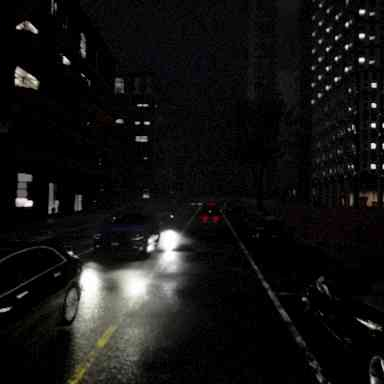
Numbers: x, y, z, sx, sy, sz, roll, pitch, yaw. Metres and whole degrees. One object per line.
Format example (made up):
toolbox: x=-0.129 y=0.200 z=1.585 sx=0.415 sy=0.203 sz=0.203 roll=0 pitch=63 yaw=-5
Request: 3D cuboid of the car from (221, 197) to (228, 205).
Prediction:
car: x=5.000 y=1.785 z=43.659 sx=1.752 sy=1.417 sz=4.829 roll=2 pitch=0 yaw=3

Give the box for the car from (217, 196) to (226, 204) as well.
car: x=6.828 y=1.868 z=76.855 sx=1.967 sy=1.590 sz=4.097 roll=2 pitch=0 yaw=3

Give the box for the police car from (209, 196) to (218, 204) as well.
police car: x=4.997 y=1.823 z=77.602 sx=1.930 sy=1.638 sz=5.238 roll=1 pitch=0 yaw=2

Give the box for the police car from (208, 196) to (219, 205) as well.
police car: x=4.300 y=1.768 z=67.624 sx=1.930 sy=1.638 sz=5.238 roll=1 pitch=0 yaw=1

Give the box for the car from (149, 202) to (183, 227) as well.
car: x=-1.905 y=1.656 z=23.590 sx=1.895 sy=1.301 sz=4.718 roll=1 pitch=0 yaw=3

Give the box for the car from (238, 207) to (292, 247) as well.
car: x=3.462 y=1.669 z=15.682 sx=1.887 sy=1.381 sz=4.507 roll=2 pitch=0 yaw=3

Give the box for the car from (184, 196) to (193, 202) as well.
car: x=-0.931 y=1.900 z=88.439 sx=1.947 sy=1.339 sz=4.313 roll=2 pitch=0 yaw=3

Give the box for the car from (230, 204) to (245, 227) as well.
car: x=3.768 y=1.702 z=21.243 sx=2.008 sy=1.369 sz=4.403 roll=2 pitch=0 yaw=3

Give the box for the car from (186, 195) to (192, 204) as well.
car: x=-1.840 y=1.563 z=71.756 sx=2.192 sy=1.841 sz=5.009 roll=2 pitch=0 yaw=3

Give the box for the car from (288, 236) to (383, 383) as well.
car: x=2.850 y=1.638 z=4.561 sx=1.947 sy=1.339 sz=4.313 roll=2 pitch=0 yaw=3

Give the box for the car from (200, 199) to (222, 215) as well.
car: x=2.040 y=1.781 z=37.258 sx=1.895 sy=1.301 sz=4.718 roll=1 pitch=0 yaw=3

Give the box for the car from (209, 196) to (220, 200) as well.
car: x=2.646 y=1.712 z=48.268 sx=1.882 sy=1.535 sz=5.008 roll=1 pitch=0 yaw=3

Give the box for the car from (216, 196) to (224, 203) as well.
car: x=7.439 y=1.926 z=87.978 sx=1.967 sy=1.590 sz=4.097 roll=2 pitch=0 yaw=3

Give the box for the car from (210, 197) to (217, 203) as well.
car: x=5.385 y=1.934 z=83.492 sx=1.837 sy=1.490 sz=4.892 roll=1 pitch=0 yaw=3

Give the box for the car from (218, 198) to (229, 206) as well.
car: x=6.213 y=1.922 z=65.732 sx=2.008 sy=1.369 sz=4.403 roll=2 pitch=0 yaw=3

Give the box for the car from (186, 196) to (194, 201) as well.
car: x=-0.625 y=1.914 z=94.001 sx=2.008 sy=1.369 sz=4.403 roll=2 pitch=0 yaw=3

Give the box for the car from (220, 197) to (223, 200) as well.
car: x=5.907 y=1.894 z=60.173 sx=2.008 sy=1.369 sz=4.403 roll=2 pitch=0 yaw=3

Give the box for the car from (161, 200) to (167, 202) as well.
car: x=-3.987 y=1.603 z=32.828 sx=2.008 sy=1.369 sz=4.403 roll=2 pitch=0 yaw=3

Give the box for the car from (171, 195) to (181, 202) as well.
car: x=-3.079 y=1.659 z=49.341 sx=1.752 sy=1.417 sz=4.829 roll=2 pitch=0 yaw=3

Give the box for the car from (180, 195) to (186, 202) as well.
car: x=-2.756 y=1.478 z=55.074 sx=2.192 sy=1.841 sz=5.009 roll=2 pitch=0 yaw=3

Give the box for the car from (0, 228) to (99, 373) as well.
car: x=-2.977 y=1.469 z=4.239 sx=1.837 sy=1.490 sz=4.892 roll=1 pitch=0 yaw=3

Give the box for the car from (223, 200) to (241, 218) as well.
car: x=4.379 y=1.755 z=32.366 sx=2.008 sy=1.369 sz=4.403 roll=2 pitch=0 yaw=3

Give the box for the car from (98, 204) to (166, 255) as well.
car: x=-2.455 y=1.486 z=13.638 sx=1.882 sy=1.535 sz=5.008 roll=1 pitch=0 yaw=3

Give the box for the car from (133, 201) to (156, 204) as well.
car: x=-4.293 y=1.591 z=27.267 sx=1.947 sy=1.339 sz=4.313 roll=2 pitch=0 yaw=3

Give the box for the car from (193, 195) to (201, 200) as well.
car: x=1.152 y=1.453 z=77.389 sx=1.882 sy=1.535 sz=5.008 roll=1 pitch=0 yaw=3

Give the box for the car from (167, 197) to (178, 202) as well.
car: x=-3.376 y=1.673 z=43.950 sx=1.947 sy=1.339 sz=4.313 roll=2 pitch=0 yaw=3
